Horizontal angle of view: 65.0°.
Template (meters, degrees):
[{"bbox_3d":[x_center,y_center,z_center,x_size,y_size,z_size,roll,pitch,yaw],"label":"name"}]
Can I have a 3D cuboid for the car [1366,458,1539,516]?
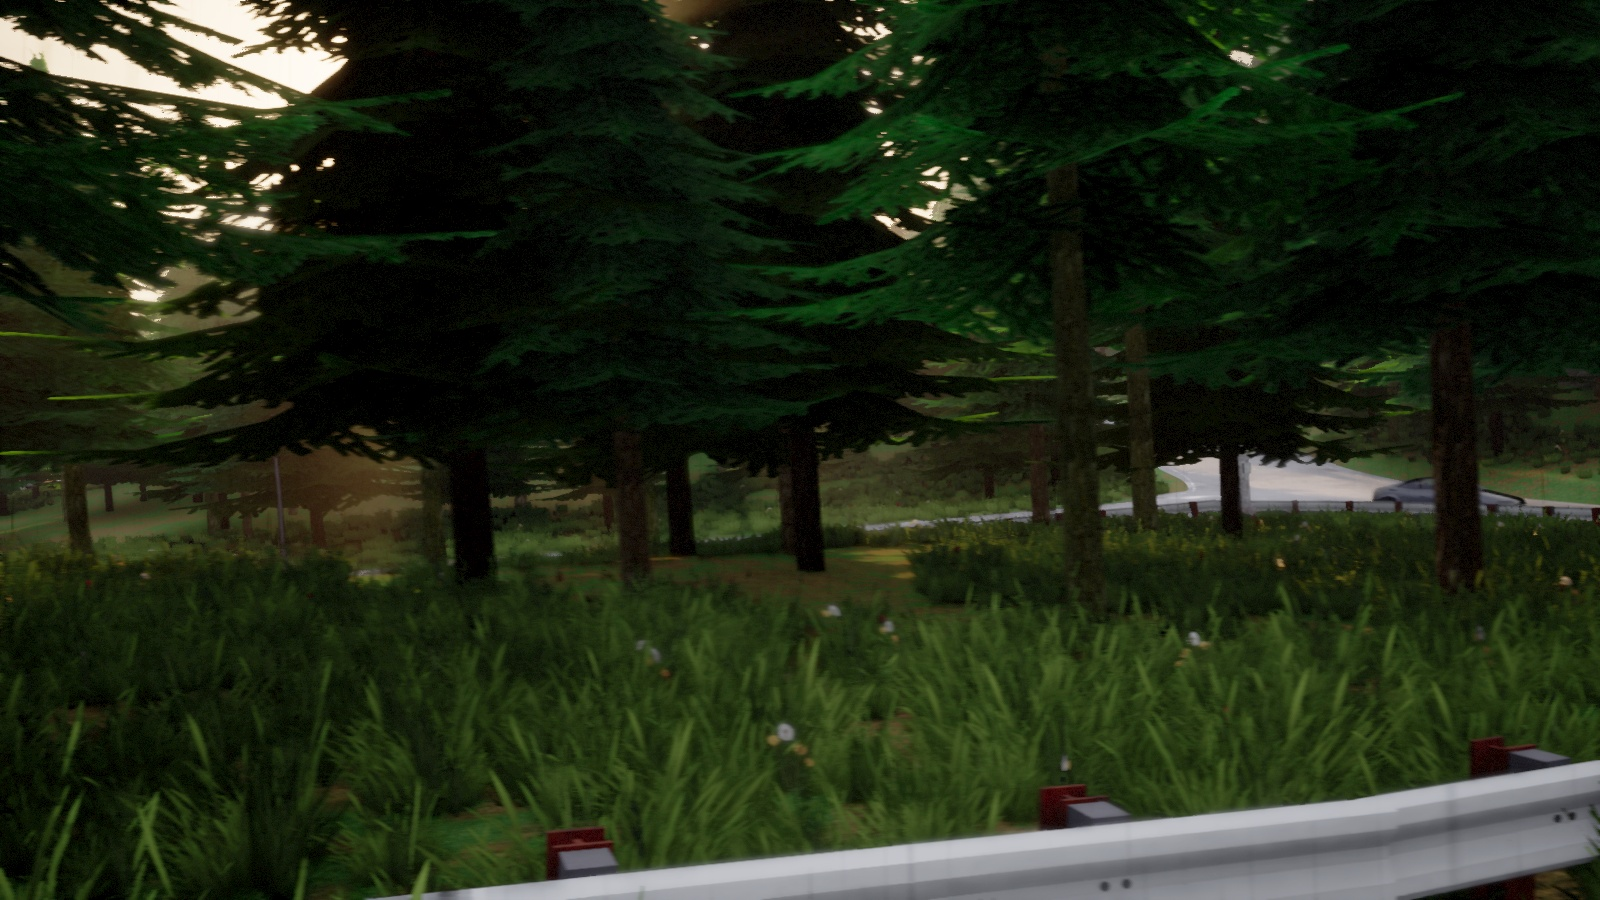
[{"bbox_3d":[19.513,1.069,37.663,4.181,1.385,1.994,3,5,44],"label":"car"}]
